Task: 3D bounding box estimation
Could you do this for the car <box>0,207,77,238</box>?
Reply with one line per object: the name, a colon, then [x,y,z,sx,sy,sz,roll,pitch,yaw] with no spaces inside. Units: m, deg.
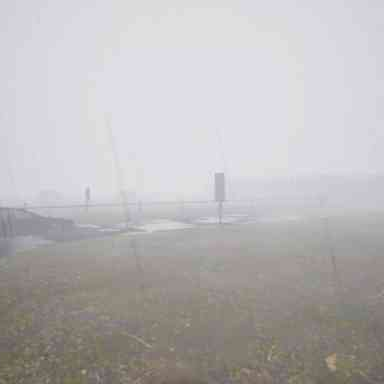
car: [-8.000,1.385,14.647,5.357,1.411,2.033,-1,0,-34]
